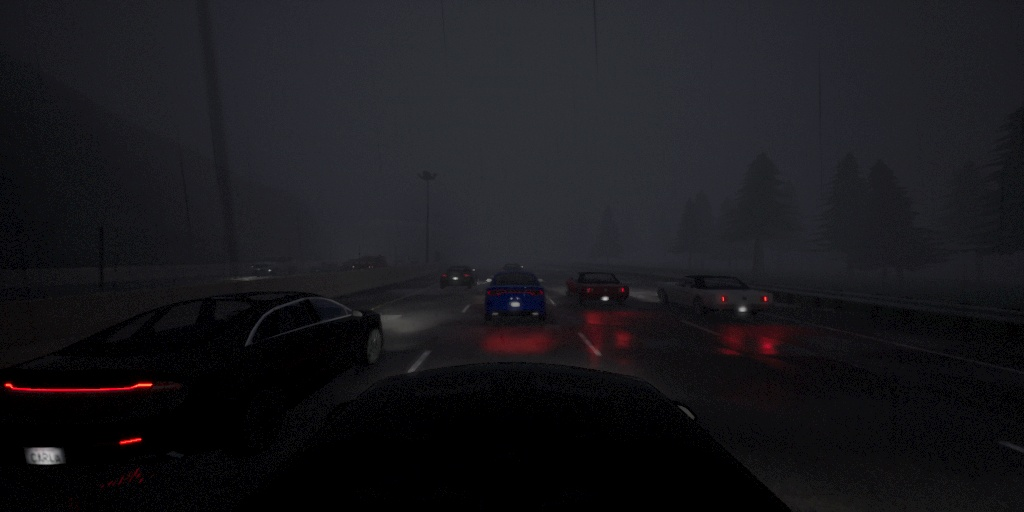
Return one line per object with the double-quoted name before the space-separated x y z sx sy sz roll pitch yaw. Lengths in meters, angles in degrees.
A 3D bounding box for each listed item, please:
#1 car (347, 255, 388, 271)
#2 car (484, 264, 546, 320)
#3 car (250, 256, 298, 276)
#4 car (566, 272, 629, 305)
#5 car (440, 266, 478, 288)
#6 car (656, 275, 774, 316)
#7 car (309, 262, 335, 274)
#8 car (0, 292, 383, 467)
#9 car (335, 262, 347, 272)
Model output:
"car" -14.407 0.972 36.585 2.150 2.045 5.566 0 0 -3
"car" 0.103 1.228 12.677 1.882 1.535 5.008 0 0 0
"car" -24.995 0.974 37.878 2.150 2.045 5.566 0 0 -3
"car" 3.600 1.351 16.053 1.895 1.301 4.718 0 0 0
"car" -3.405 1.315 23.517 1.994 1.385 4.181 0 0 0
"car" 7.100 1.351 13.259 1.895 1.301 4.718 0 0 0
"car" -21.781 1.353 41.998 1.895 1.301 4.718 0 0 -5
"car" -3.400 1.242 5.037 2.128 1.511 4.902 0 0 0
"car" -18.257 1.103 41.577 2.097 1.767 4.553 0 0 -5
